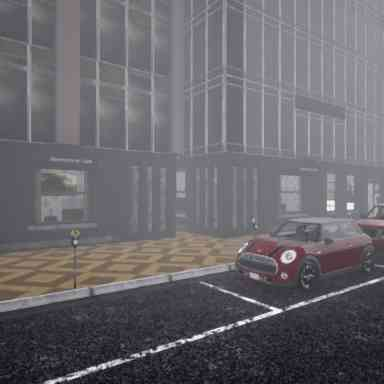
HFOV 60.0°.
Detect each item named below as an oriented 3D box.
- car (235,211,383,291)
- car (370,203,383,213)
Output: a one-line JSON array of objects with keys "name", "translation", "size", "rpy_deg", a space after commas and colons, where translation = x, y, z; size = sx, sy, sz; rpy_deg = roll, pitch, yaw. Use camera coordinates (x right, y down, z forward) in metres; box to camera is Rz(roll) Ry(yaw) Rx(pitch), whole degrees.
[{"name": "car", "translation": [3.080, 1.439, 8.933], "size": [4.097, 1.590, 1.967], "rpy_deg": [0, 0, -36]}, {"name": "car", "translation": [7.605, 1.310, 12.161], "size": [5.009, 1.841, 2.192], "rpy_deg": [0, 0, -36]}]
